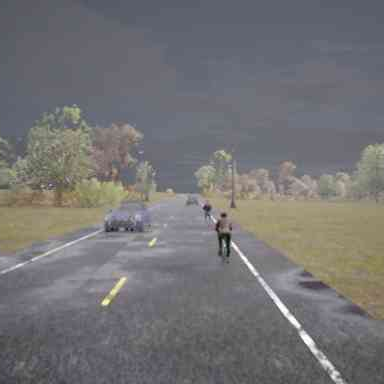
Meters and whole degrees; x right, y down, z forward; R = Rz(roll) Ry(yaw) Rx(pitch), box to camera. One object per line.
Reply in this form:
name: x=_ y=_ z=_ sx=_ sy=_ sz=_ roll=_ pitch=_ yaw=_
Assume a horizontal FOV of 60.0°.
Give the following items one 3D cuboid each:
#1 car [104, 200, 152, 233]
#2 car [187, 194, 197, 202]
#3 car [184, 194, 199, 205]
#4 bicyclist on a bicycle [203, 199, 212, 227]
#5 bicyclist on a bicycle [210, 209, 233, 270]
car: x=-3.597 y=1.324 z=19.304 sx=2.097 sy=1.767 sz=4.553 roll=0 pitch=0 yaw=0
car: x=0.013 y=1.246 z=73.555 sx=2.097 sy=1.767 sz=4.553 roll=0 pitch=0 yaw=0
car: x=0.110 y=1.407 z=56.329 sx=2.128 sy=1.511 sz=4.902 roll=0 pitch=0 yaw=0
bicyclist on a bicycle: x=0.965 y=1.341 z=20.616 sx=0.659 sy=1.776 sz=1.843 roll=0 pitch=0 yaw=0
bicyclist on a bicycle: x=0.964 y=1.438 z=9.970 sx=0.582 sy=1.620 sz=1.656 roll=0 pitch=0 yaw=0
